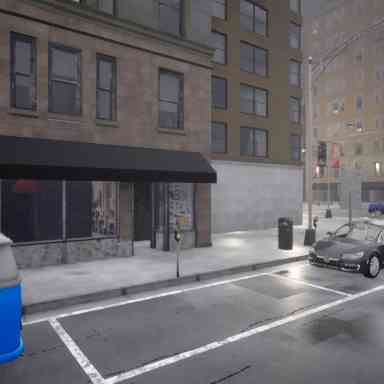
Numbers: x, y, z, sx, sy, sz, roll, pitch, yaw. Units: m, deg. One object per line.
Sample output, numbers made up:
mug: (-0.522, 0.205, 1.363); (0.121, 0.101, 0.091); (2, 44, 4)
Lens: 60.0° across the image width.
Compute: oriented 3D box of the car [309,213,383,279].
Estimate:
car: (5.304, 1.550, 9.990); (4.403, 1.369, 2.008); (0, 0, -36)

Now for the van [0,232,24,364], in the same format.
van: (-3.906, 1.341, 3.401); (3.998, 1.788, 1.690); (0, 0, -36)

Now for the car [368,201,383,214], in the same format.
car: (17.964, 1.420, 28.679); (1.882, 1.535, 5.008); (0, 0, -36)
